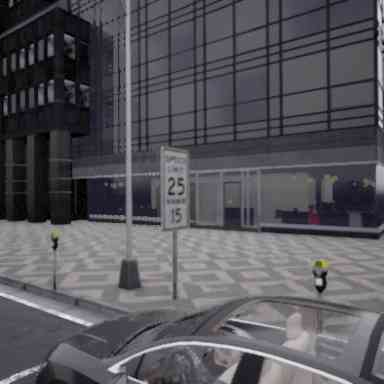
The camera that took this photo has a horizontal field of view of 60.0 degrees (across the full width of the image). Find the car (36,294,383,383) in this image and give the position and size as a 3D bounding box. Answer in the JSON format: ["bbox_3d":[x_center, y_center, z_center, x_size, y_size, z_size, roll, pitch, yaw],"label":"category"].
[{"bbox_3d":[0.512,1.561,2.597,4.403,1.369,2.008,-1,0,36],"label":"car"}]
